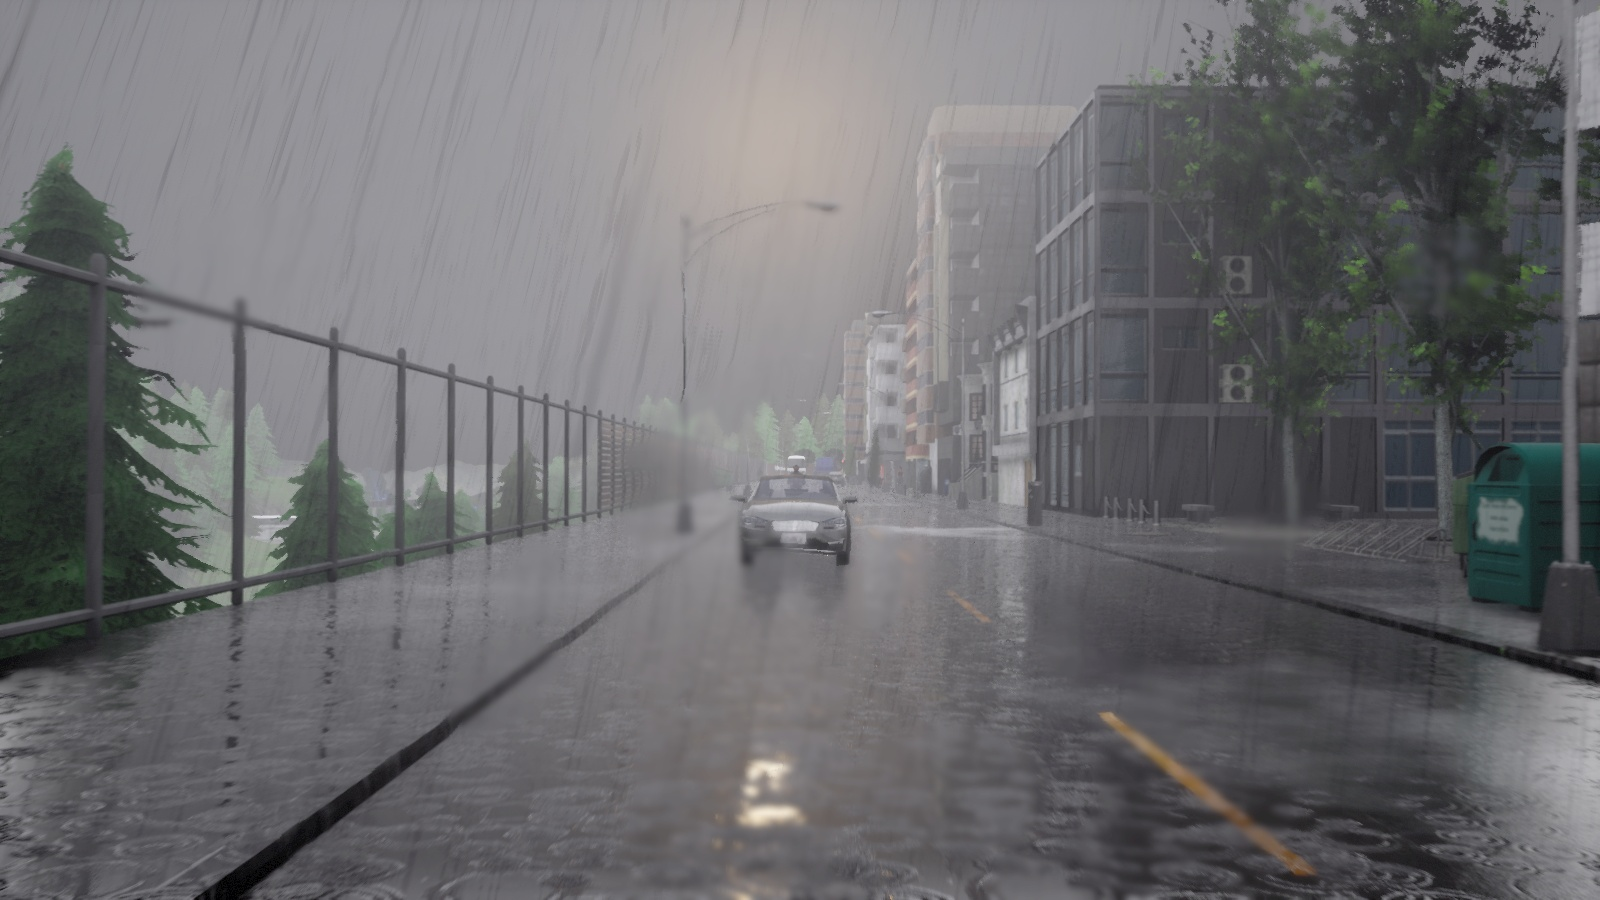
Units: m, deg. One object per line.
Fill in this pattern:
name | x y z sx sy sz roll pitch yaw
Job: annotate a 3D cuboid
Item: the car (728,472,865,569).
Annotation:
car | -0.062 1.140 22.041 2.128 1.511 4.902 0 -1 0
